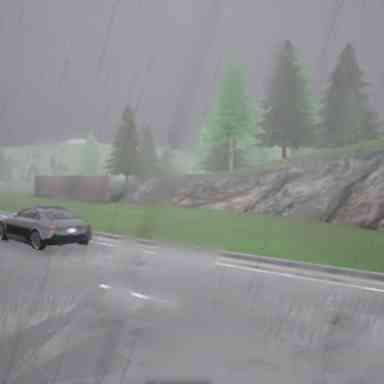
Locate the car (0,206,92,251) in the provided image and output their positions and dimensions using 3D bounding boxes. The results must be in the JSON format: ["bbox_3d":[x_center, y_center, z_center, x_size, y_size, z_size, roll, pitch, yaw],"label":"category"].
[{"bbox_3d":[-5.606,1.212,12.520,4.181,1.385,1.994,2,1,39],"label":"car"}]
